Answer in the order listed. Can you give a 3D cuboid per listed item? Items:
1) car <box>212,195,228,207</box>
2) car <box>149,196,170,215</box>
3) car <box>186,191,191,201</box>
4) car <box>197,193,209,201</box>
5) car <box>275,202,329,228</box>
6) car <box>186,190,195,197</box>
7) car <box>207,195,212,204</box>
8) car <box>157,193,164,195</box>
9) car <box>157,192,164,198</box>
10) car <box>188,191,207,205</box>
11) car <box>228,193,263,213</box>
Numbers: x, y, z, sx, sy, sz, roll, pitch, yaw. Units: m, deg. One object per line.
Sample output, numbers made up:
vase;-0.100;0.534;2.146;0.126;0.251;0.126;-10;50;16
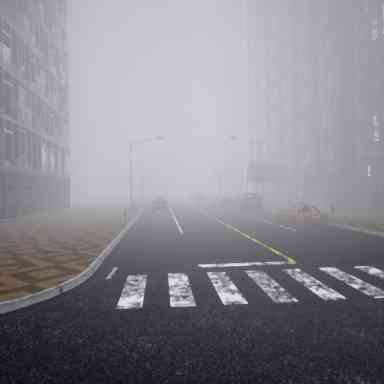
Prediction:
car;4.275;1.107;43.176;1.887;1.381;4.507;0;1;-5
car;-3.008;1.366;31.119;1.947;1.339;4.313;0;1;-5
car;0.101;0.984;59.808;1.812;1.442;4.674;-1;1;-5
car;2.165;0.909;65.642;1.887;1.381;4.507;0;1;-5
car;6.409;1.285;20.043;1.752;1.417;4.829;0;1;-5
car;-0.474;0.428;93.722;2.192;1.841;5.009;0;1;-5
car;3.748;1.095;48.792;1.802;1.307;4.206;0;1;-5
car;-4.591;1.237;47.972;1.802;1.307;4.206;0;1;-5
car;-8.285;0.746;87.297;1.967;1.590;4.097;0;1;-5
car;1.081;1.041;49.407;2.128;1.511;4.902;-1;1;-5
car;5.328;0.974;31.941;2.192;1.841;5.009;0;1;-5
